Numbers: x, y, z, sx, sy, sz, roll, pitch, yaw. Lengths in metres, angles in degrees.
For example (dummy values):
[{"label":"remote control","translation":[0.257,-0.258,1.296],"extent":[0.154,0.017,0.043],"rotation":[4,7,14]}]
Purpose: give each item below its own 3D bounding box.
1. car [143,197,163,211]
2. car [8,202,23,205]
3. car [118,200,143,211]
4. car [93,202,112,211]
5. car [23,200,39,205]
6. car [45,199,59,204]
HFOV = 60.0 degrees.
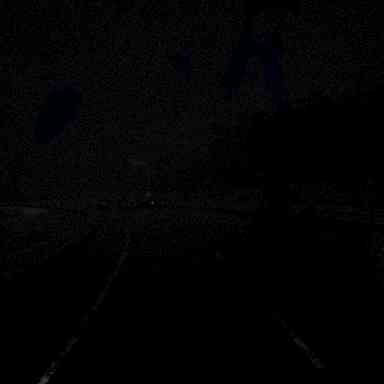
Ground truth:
[{"label":"car","translation":[-6.453,1.829,52.144],"extent":[2.150,2.045,5.566],"rotation":[0,-1,-31]},{"label":"car","translation":[-44.445,2.821,84.071],"extent":[4.718,1.301,1.895],"rotation":[-1,-1,35]},{"label":"car","translation":[-9.895,2.113,51.122],"extent":[2.128,1.511,4.902],"rotation":[0,-1,-31]},{"label":"car","translation":[-13.779,2.248,50.861],"extent":[1.895,1.301,4.718],"rotation":[0,-1,-31]},{"label":"car","translation":[-40.907,2.814,85.836],"extent":[4.718,1.301,1.895],"rotation":[-1,-1,35]},{"label":"car","translation":[-36.931,2.684,87.288],"extent":[5.008,1.535,1.882],"rotation":[-1,-1,35]}]
